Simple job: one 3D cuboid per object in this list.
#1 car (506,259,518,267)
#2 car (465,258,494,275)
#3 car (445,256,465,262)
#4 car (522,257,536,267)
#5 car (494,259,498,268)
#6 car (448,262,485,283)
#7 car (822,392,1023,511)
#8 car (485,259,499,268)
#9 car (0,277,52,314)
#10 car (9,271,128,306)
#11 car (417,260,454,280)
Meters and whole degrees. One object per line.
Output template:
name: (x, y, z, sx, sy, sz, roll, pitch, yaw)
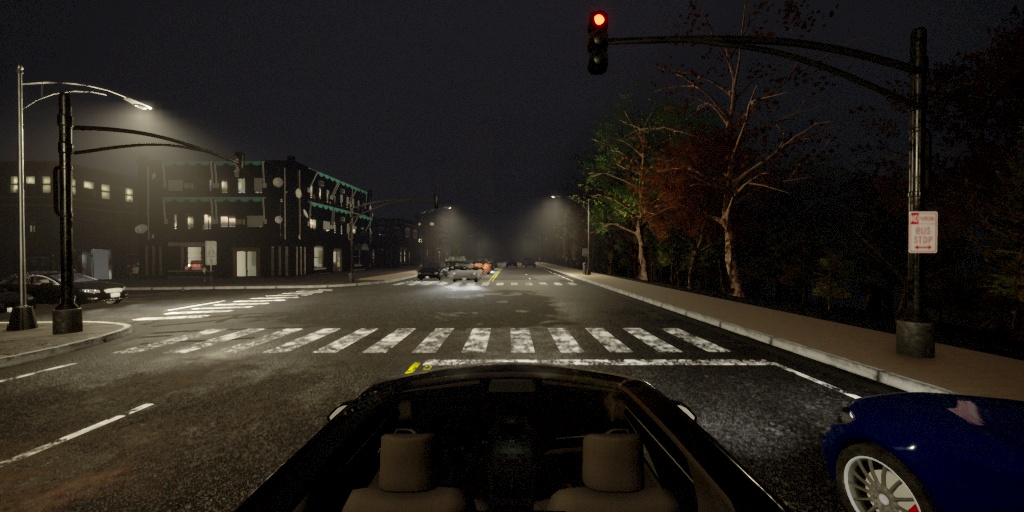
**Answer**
car: (-0.046, 1.252, 63.093, 1.812, 1.442, 4.674, 0, 0, 0)
car: (-3.430, 1.089, 38.614, 2.097, 1.767, 4.553, 0, 0, 0)
car: (-6.686, 0.960, 43.027, 2.150, 2.045, 5.566, 0, 0, 0)
car: (3.212, 1.274, 63.678, 2.033, 1.411, 5.357, 0, 0, 0)
car: (-3.449, 1.224, 50.769, 2.128, 1.511, 4.902, 0, 0, 0)
car: (-3.408, 1.343, 27.784, 1.895, 1.301, 4.718, 0, 0, 0)
car: (3.358, 1.276, 0.873, 1.812, 1.442, 4.674, 0, 0, 1)
car: (-3.445, 1.219, 61.635, 2.128, 1.511, 4.902, 0, 0, 0)
car: (-19.973, 1.564, 12.833, 4.313, 1.339, 1.948, 0, 0, 0)
car: (-19.654, 1.459, 15.540, 4.902, 1.511, 2.128, -1, 1, 0)
car: (-6.663, 1.289, 30.873, 2.033, 1.411, 5.357, 0, 0, 0)
